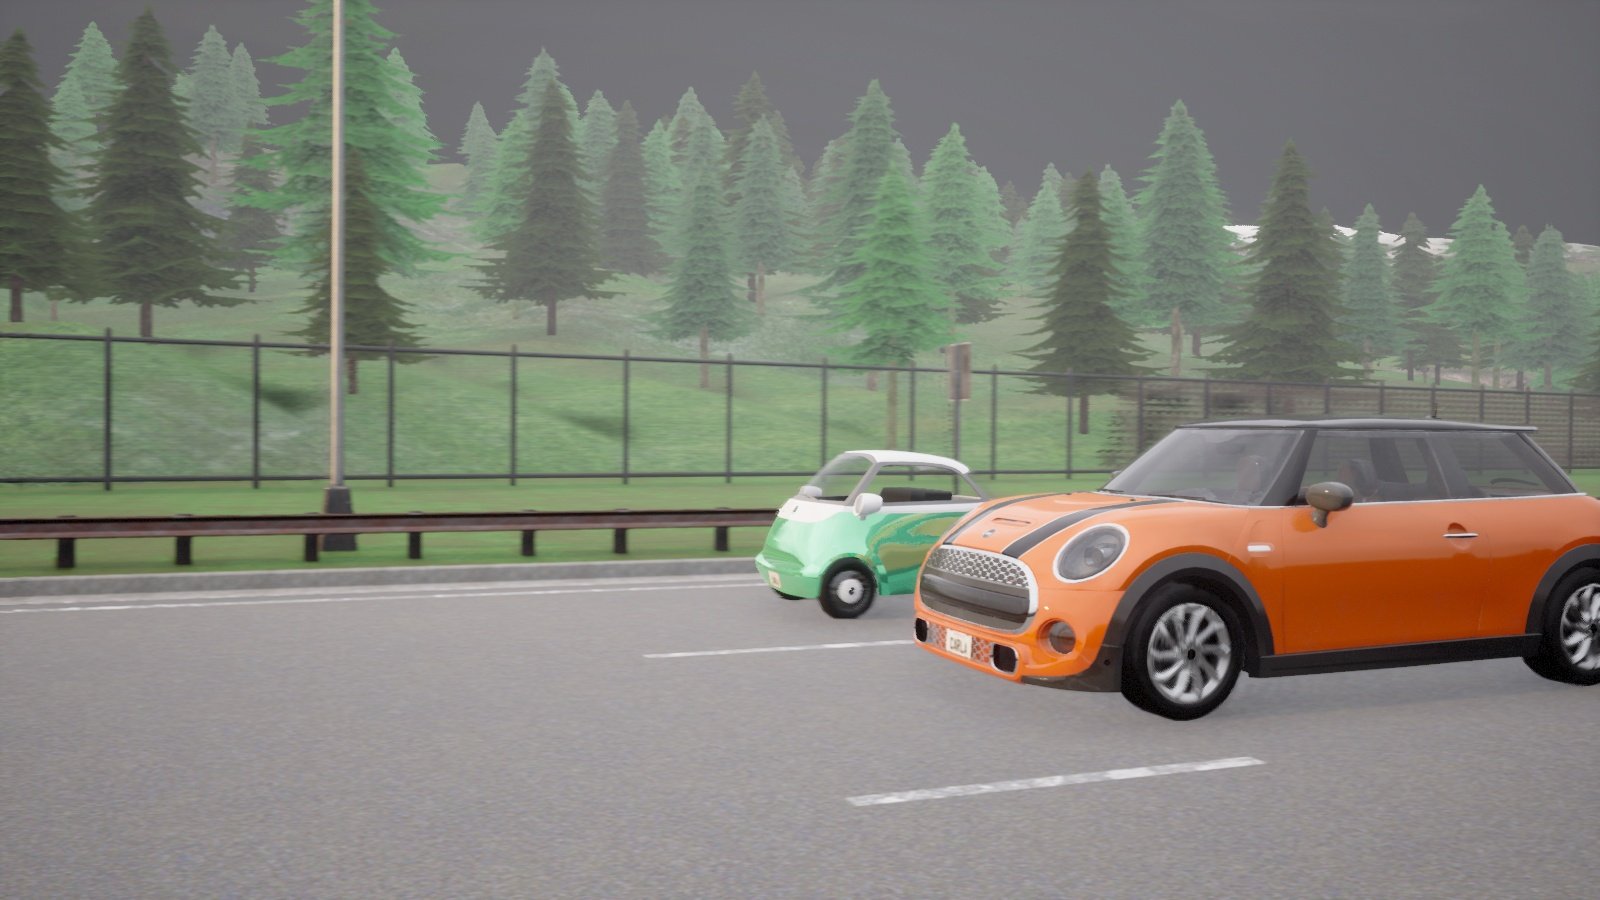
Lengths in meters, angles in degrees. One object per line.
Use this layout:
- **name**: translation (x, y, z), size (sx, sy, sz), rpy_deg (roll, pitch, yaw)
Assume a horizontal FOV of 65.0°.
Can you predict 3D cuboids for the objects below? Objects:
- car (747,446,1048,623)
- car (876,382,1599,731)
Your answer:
- **car**: translation (0.823, 0.664, 11.039), size (2.207, 1.376, 1.481), rpy_deg (-1, 1, -21)
- **car**: translation (3.012, 0.491, 8.124), size (4.553, 1.767, 2.097), rpy_deg (-1, 1, -21)
